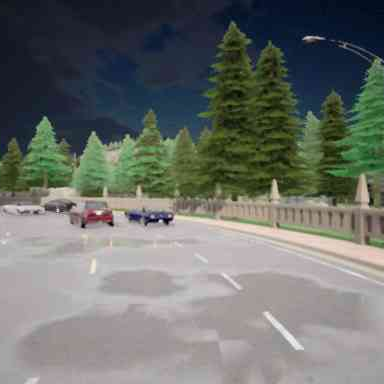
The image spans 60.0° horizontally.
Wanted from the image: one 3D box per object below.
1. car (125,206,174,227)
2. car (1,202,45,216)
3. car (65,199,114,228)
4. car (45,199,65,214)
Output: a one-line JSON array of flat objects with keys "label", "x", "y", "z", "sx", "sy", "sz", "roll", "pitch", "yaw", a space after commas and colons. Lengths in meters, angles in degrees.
[{"label": "car", "x": -3.102, "y": 1.591, "z": 23.099, "sx": 1.895, "sy": 1.301, "sz": 4.718, "roll": 0, "pitch": 0, "yaw": -31}, {"label": "car", "x": -17.090, "y": 1.611, "z": 33.203, "sx": 4.718, "sy": 1.301, "sz": 1.895, "roll": 0, "pitch": 0, "yaw": 37}, {"label": "car", "x": -6.894, "y": 1.350, "z": 22.519, "sx": 2.097, "sy": 1.767, "sz": 4.553, "roll": 0, "pitch": 0, "yaw": -31}, {"label": "car", "x": -14.229, "y": 1.510, "z": 35.427, "sx": 4.892, "sy": 1.490, "sz": 1.837, "roll": 0, "pitch": 0, "yaw": 38}]
